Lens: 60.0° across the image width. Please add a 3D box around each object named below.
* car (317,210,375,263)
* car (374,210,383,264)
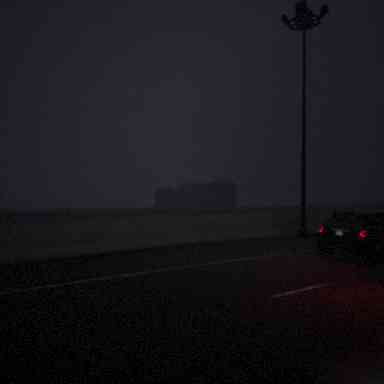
[{"bbox_3d":[6.843,1.437,12.407,4.553,1.767,2.097,1,0,-31],"label":"car"},{"bbox_3d":[7.481,1.291,8.725,5.566,2.045,2.150,1,-1,-32],"label":"car"}]
